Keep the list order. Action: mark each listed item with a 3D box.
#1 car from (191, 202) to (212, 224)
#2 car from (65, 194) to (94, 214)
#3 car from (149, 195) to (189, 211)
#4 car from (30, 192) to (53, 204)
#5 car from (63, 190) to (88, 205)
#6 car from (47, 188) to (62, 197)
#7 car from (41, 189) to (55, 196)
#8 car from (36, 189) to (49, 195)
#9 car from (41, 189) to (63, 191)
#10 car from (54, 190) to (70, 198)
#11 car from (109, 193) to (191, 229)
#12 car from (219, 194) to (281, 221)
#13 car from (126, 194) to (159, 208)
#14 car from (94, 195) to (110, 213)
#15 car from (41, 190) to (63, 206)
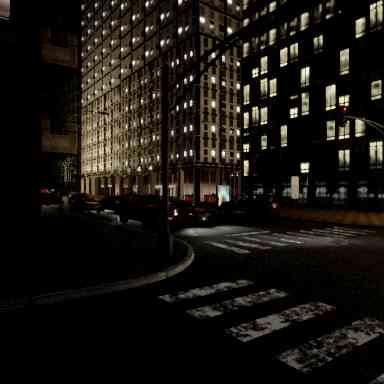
[{"bbox_3d":[-0.671,1.220,21.026,1.812,1.442,4.674,0,1,-36],"label":"car"},{"bbox_3d":[-9.136,1.067,28.266,1.802,1.307,4.206,2,0,-36],"label":"car"},{"bbox_3d":[-2.402,1.070,33.253,1.947,1.339,4.313,1,0,-36],"label":"car"},{"bbox_3d":[-18.936,0.752,41.710,1.802,1.307,4.206,2,0,-36],"label":"car"},{"bbox_3d":[-12.340,0.813,37.053,2.128,1.511,4.902,0,1,-36],"label":"car"},{"bbox_3d":[-28.538,0.099,69.114,1.967,1.590,4.097,1,0,-36],"label":"car"},{"bbox_3d":[-31.808,0.096,73.597,1.887,1.381,4.507,1,0,-36],"label":"car"},{"bbox_3d":[-35.076,-0.011,78.080,1.887,1.381,4.507,1,0,-36],"label":"car"},{"bbox_3d":[-25.554,0.382,60.590,1.994,1.385,4.181,0,1,-36],"label":"car"},{"bbox_3d":[-25.274,0.309,64.632,1.887,1.381,4.507,1,0,-36],"label":"car"},{"bbox_3d":[-2.595,1.008,19.302,2.192,1.841,5.009,2,0,-36],"label":"car"},{"bbox_3d":[4.140,1.027,24.287,2.192,1.841,5.009,1,0,-36],"label":"car"},{"bbox_3d":[-5.669,0.965,37.736,1.947,1.339,4.313,1,0,-36],"label":"car"},{"bbox_3d":[-6.449,0.988,28.954,1.882,1.535,5.008,0,1,-36],"label":"car"},{"bbox_3d":[-15.669,0.827,37.229,2.008,1.369,4.403,2,0,-36],"label":"car"}]
